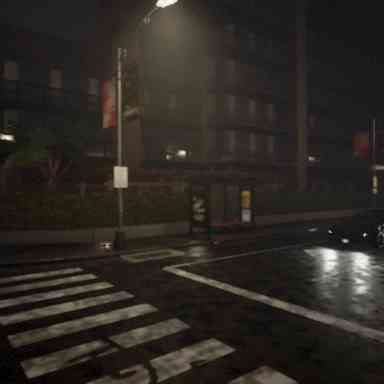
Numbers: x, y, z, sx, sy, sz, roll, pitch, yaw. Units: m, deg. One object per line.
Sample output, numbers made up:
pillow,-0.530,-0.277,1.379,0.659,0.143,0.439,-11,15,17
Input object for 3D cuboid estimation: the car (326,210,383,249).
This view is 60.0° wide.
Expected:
car,8.059,1.493,14.512,5.357,1.411,2.033,0,0,-37
